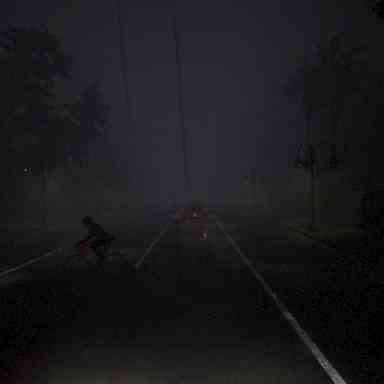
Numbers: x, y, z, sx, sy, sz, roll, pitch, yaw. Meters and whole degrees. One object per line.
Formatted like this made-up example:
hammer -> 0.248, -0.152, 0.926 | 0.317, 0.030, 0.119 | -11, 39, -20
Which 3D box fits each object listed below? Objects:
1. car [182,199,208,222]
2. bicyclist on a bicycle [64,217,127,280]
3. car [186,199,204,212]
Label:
car -> 0.242, 1.478, 26.169 | 1.882, 1.535, 5.008 | 0, 0, 0
bicyclist on a bicycle -> -2.491, 1.455, 8.516 | 1.656, 1.620, 0.582 | -2, 0, 0
car -> 0.316, 1.547, 39.421 | 2.033, 1.411, 5.357 | 0, 0, 0
